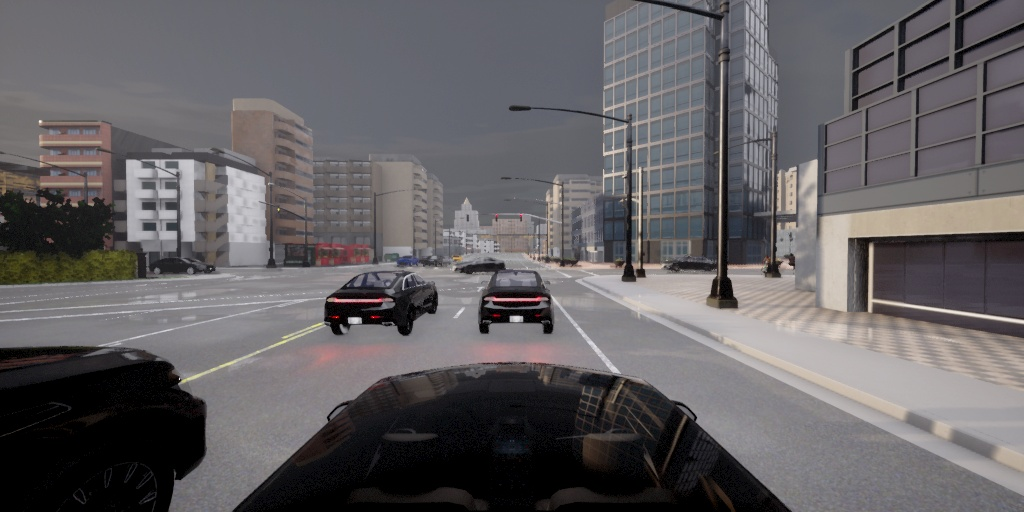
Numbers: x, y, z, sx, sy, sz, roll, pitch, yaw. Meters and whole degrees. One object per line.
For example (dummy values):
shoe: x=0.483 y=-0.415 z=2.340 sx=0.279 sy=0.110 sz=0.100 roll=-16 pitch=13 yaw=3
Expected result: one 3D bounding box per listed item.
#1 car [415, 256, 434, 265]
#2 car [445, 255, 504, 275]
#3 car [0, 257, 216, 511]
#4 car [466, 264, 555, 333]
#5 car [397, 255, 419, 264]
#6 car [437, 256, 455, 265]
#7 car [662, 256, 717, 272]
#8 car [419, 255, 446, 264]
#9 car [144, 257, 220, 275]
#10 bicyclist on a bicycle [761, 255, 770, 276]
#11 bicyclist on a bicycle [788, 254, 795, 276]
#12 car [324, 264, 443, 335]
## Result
car: x=-13.984 y=0.679 z=57.432 sx=1.994 sy=1.385 sz=4.181 roll=0 pitch=0 yaw=0
car: x=-2.879 y=0.853 z=31.236 sx=4.902 sy=1.511 sz=2.128 roll=0 pitch=1 yaw=-35
car: x=-3.402 y=0.970 z=0.317 sx=2.150 sy=2.045 sz=5.566 roll=0 pitch=0 yaw=0
car: x=0.113 y=1.153 z=10.369 sx=2.128 sy=1.511 sz=4.902 roll=0 pitch=1 yaw=0
car: x=-14.002 y=0.640 z=48.433 sx=1.882 sy=1.535 sz=5.008 roll=0 pitch=0 yaw=0
car: x=-10.493 y=0.715 z=57.221 sx=1.895 sy=1.301 sz=4.718 roll=0 pitch=0 yaw=0
car: x=17.013 y=0.774 z=34.541 sx=4.902 sy=1.511 sz=2.128 roll=0 pitch=1 yaw=1
car: x=-10.508 y=0.646 z=47.878 sx=1.882 sy=1.535 sz=5.008 roll=0 pitch=0 yaw=0
car: x=-28.710 y=0.859 z=31.295 sx=4.892 sy=1.490 sz=1.837 roll=0 pitch=1 yaw=1
bicyclist on a bicycle: x=19.195 y=0.718 z=26.861 sx=1.656 sy=1.620 sz=0.582 roll=-1 pitch=1 yaw=-23
bicyclist on a bicycle: x=21.066 y=0.616 z=26.638 sx=1.656 sy=1.620 sz=0.582 roll=-27 pitch=-3 yaw=-27
car: x=-3.390 y=1.154 z=10.175 sx=2.128 sy=1.511 sz=4.902 roll=0 pitch=1 yaw=0
